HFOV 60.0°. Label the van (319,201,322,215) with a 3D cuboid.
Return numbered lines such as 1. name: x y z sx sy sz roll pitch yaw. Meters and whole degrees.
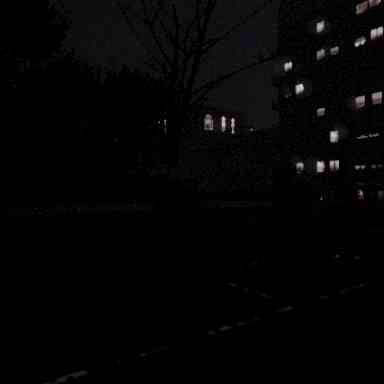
1. van: 10.705 1.646 32.688 1.690 1.788 3.998 -1 0 -36
